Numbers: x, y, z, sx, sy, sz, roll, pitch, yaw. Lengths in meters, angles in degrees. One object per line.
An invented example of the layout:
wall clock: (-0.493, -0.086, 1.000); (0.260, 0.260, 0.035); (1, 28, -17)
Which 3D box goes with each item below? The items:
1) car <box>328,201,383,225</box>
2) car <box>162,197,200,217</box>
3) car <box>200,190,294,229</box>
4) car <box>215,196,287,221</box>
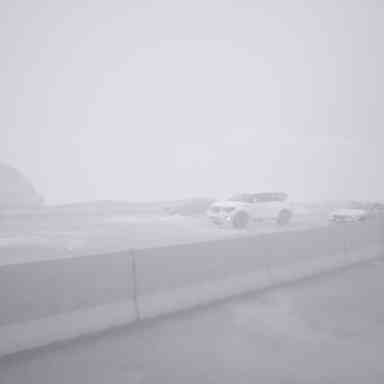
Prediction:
car: (9.977, 1.286, 19.295); (4.674, 1.442, 1.812); (0, 1, -30)
car: (0.399, 1.114, 25.743); (5.357, 1.411, 2.033); (0, 1, -32)
car: (3.537, 0.922, 19.435); (5.566, 2.045, 2.150); (0, 1, -33)
car: (4.301, 1.122, 24.011); (4.902, 1.511, 2.128); (0, 1, -32)
